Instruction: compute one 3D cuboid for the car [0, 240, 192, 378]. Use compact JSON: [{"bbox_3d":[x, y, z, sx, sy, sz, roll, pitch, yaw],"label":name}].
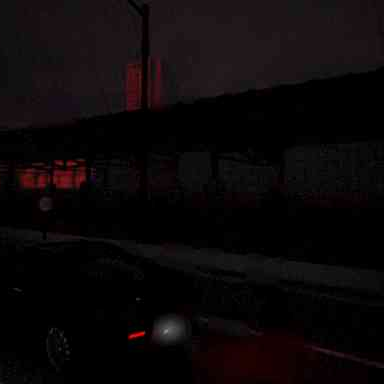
[{"bbox_3d":[-2.154,1.542,5.514,4.674,1.442,1.812,0,0,36],"label":"car"}]
